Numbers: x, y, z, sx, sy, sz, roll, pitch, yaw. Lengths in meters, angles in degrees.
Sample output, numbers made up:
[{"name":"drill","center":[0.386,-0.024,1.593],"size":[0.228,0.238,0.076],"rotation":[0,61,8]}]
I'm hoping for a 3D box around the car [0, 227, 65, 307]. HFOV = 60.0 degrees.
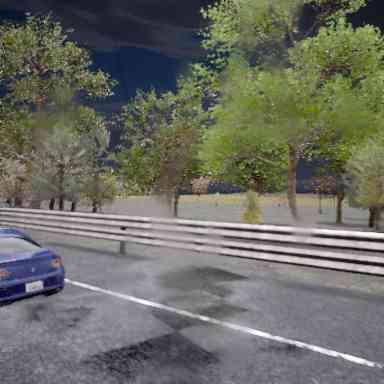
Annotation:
[{"name":"car","center":[-4.632,1.491,7.235],"size":[4.674,1.442,1.812],"rotation":[0,0,36]}]
